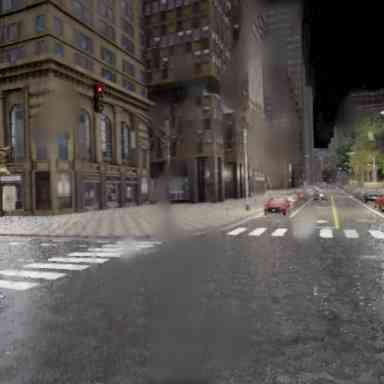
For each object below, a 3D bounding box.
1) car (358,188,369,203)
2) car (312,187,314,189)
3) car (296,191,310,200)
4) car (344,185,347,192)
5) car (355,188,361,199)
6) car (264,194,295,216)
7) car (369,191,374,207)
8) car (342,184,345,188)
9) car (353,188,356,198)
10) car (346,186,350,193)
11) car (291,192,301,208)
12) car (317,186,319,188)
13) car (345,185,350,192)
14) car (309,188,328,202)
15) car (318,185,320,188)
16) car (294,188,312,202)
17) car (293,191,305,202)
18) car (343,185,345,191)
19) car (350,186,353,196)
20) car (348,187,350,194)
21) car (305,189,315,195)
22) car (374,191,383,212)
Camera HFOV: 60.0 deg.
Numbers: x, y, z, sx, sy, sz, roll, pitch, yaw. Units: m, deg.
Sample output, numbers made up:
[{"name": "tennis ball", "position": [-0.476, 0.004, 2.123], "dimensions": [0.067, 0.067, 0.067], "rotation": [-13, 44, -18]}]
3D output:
[{"name": "car", "position": [21.248, 0.582, 39.350], "dimensions": [1.947, 1.339, 4.313], "rotation": [-1, 1, 22]}, {"name": "car", "position": [19.704, 0.275, 57.962], "dimensions": [1.967, 1.590, 4.097], "rotation": [-1, 1, 22]}, {"name": "car", "position": [17.594, 0.546, 52.843], "dimensions": [1.802, 1.307, 4.206], "rotation": [-1, 1, 22]}, {"name": "car", "position": [36.099, -0.388, 75.355], "dimensions": [1.752, 1.417, 4.829], "rotation": [-1, 1, 22]}, {"name": "car", "position": [23.425, 0.416, 44.629], "dimensions": [1.752, 1.417, 4.829], "rotation": [-1, 1, 22]}, {"name": "car", "position": [7.031, 1.102, 27.240], "dimensions": [1.887, 1.381, 4.507], "rotation": [-1, 1, 22]}, {"name": "car", "position": [17.022, 0.794, 29.109], "dimensions": [1.887, 1.381, 4.507], "rotation": [-1, 1, 22]}, {"name": "car", "position": [40.322, -0.676, 85.596], "dimensions": [1.752, 1.417, 4.829], "rotation": [-1, 1, 22]}, {"name": "car", "position": [25.474, 0.351, 49.593], "dimensions": [1.802, 1.307, 4.206], "rotation": [-1, 1, 22]}, {"name": "car", "position": [31.811, -0.062, 64.957], "dimensions": [1.947, 1.339, 4.313], "rotation": [-1, 1, 22]}, {"name": "car", "position": [9.143, 0.995, 32.361], "dimensions": [2.008, 1.369, 4.403], "rotation": [-1, 1, 22]}, {"name": "car", "position": [28.154, -0.149, 78.447], "dimensions": [1.947, 1.339, 4.313], "rotation": [-1, 1, 22]}, {"name": "car", "position": [33.923, -0.201, 70.078], "dimensions": [1.947, 1.339, 4.313], "rotation": [-1, 1, 22]}, {"name": "car", "position": [17.942, 0.579, 46.465], "dimensions": [2.033, 1.411, 5.357], "rotation": [-1, 1, 22]}, {"name": "car", "position": [32.377, -0.436, 88.687], "dimensions": [1.947, 1.339, 4.313], "rotation": [-1, 1, 22]}, {"name": "car", "position": [15.476, 0.404, 47.719], "dimensions": [2.192, 1.841, 5.009], "rotation": [-1, 1, 22]}, {"name": "car", "position": [11.256, 0.874, 37.481], "dimensions": [1.887, 1.381, 4.507], "rotation": [-1, 1, 22]}, {"name": "car", "position": [38.146, -0.486, 80.320], "dimensions": [1.947, 1.339, 4.313], "rotation": [-1, 1, 22]}, {"name": "car", "position": [27.583, 0.081, 54.713], "dimensions": [1.967, 1.590, 4.097], "rotation": [-1, 1, 22]}, {"name": "car", "position": [29.699, 0.090, 59.836], "dimensions": [1.802, 1.307, 4.206], "rotation": [-1, 1, 22]}, {"name": "car", "position": [26.043, 0.009, 73.326], "dimensions": [1.802, 1.307, 4.206], "rotation": [-1, 1, 22]}, {"name": "car", "position": [14.904, 0.678, 23.985], "dimensions": [2.192, 1.841, 5.009], "rotation": [-1, 1, 22]}]
